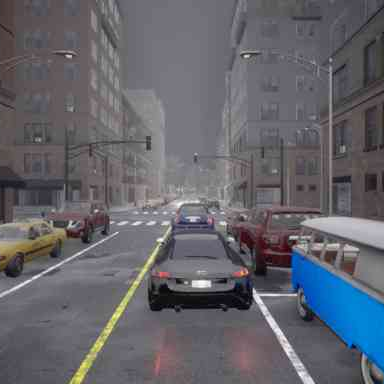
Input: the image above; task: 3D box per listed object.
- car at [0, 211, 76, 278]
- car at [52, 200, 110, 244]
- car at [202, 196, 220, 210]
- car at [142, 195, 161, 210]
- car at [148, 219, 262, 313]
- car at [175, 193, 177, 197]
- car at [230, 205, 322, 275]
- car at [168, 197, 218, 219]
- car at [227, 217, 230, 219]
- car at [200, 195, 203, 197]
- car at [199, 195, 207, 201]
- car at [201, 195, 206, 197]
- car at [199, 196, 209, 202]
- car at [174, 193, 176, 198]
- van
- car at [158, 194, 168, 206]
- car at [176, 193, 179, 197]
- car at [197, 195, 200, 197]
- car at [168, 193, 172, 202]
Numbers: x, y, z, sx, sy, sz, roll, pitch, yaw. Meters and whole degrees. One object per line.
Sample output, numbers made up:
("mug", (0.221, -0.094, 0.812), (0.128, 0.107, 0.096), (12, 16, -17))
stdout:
("car", (-5.392, 1.525, 10.221), (1.752, 1.417, 4.829), (0, 0, 0))
("car", (-5.388, 1.314, 16.070), (2.192, 1.841, 5.009), (0, 0, 0))
("car", (2.670, 1.547, 43.072), (2.008, 1.369, 4.403), (0, 0, 0))
("car", (-5.384, 1.522, 42.908), (1.752, 1.417, 4.829), (0, 0, 0))
("car", (0.104, 1.564, 7.777), (1.994, 1.385, 4.181), (0, 0, -2))
("car", (-5.341, 1.563, 81.452), (1.947, 1.339, 4.313), (0, 0, 0))
("car", (2.646, 1.314, 10.384), (2.192, 1.841, 5.009), (0, 0, 0))
("car", (0.062, 1.351, 17.833), (2.097, 1.767, 4.553), (0, 0, 0))
("car", (2.650, 1.581, 16.064), (1.802, 1.307, 4.206), (0, 0, 0))
("car", (2.678, 1.547, 54.035), (2.008, 1.369, 4.403), (0, 0, 0))
("car", (2.698, 1.438, 81.446), (1.967, 1.590, 4.097), (0, 0, 0))
("car", (2.674, 1.541, 48.554), (1.887, 1.381, 4.507), (0, 0, 0))
("car", (2.694, 1.548, 75.963), (2.008, 1.369, 4.403), (0, 0, 0))
("car", (-5.347, 1.548, 75.970), (2.008, 1.369, 4.403), (0, 0, 0))
("van", (2.642, 1.341, 4.706), (1.690, 1.788, 3.998), (0, 0, 0))
("car", (-5.372, 1.522, 53.871), (1.752, 1.417, 4.829), (0, 0, 0))
("car", (-5.335, 1.313, 86.934), (2.192, 1.841, 5.009), (0, 0, 0))
("car", (2.690, 1.548, 70.481), (2.008, 1.369, 4.403), (0, 0, 0))
("car", (-5.365, 1.312, 59.524), (2.192, 1.841, 5.009), (0, 0, 0))
